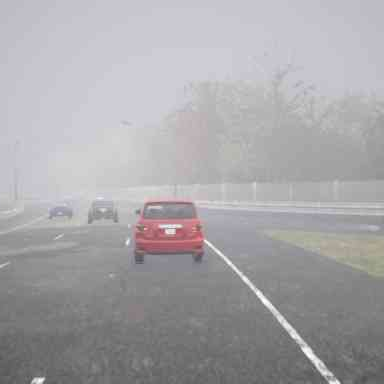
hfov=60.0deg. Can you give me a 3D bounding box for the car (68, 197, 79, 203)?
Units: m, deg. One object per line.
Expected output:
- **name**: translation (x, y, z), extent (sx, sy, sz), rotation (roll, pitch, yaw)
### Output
- **car**: translation (-25.901, 1.680, 71.339), extent (1.895, 1.301, 4.718), rotation (0, 0, -38)

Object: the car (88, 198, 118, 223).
- **car**: translation (-6.896, 1.374, 25.942), extent (2.097, 1.767, 4.553), rotation (0, 0, -14)

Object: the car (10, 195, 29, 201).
- **car**: translation (-40.024, 1.426, 76.290), extent (5.008, 1.535, 1.882), rotation (0, 0, 41)

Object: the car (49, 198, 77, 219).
- **car**: translation (-11.478, 1.563, 29.443), extent (1.812, 1.442, 4.674), rotation (0, 0, -16)

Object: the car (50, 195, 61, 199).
- **car**: translation (-33.255, 1.424, 81.184), extent (1.837, 1.490, 4.892), rotation (0, 0, -33)

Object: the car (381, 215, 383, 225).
- **car**: translation (13.604, 1.516, 19.679), extent (4.181, 1.385, 1.994), rotation (0, 0, 26)

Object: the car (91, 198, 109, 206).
- **car**: translation (-15.587, 1.651, 56.196), extent (1.895, 1.301, 4.718), rotation (0, 0, -30)

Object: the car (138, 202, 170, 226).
- **car**: translation (-2.901, 1.534, 24.418), extent (1.812, 1.442, 4.674), rotation (0, 0, -13)

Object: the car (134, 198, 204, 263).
- **car**: translation (-0.889, 1.224, 12.143), extent (2.150, 2.045, 5.566), rotation (0, 0, -6)

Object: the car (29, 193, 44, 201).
- **car**: translation (-37.593, 1.492, 78.809), extent (4.181, 1.385, 1.994), rotation (0, 0, 41)
